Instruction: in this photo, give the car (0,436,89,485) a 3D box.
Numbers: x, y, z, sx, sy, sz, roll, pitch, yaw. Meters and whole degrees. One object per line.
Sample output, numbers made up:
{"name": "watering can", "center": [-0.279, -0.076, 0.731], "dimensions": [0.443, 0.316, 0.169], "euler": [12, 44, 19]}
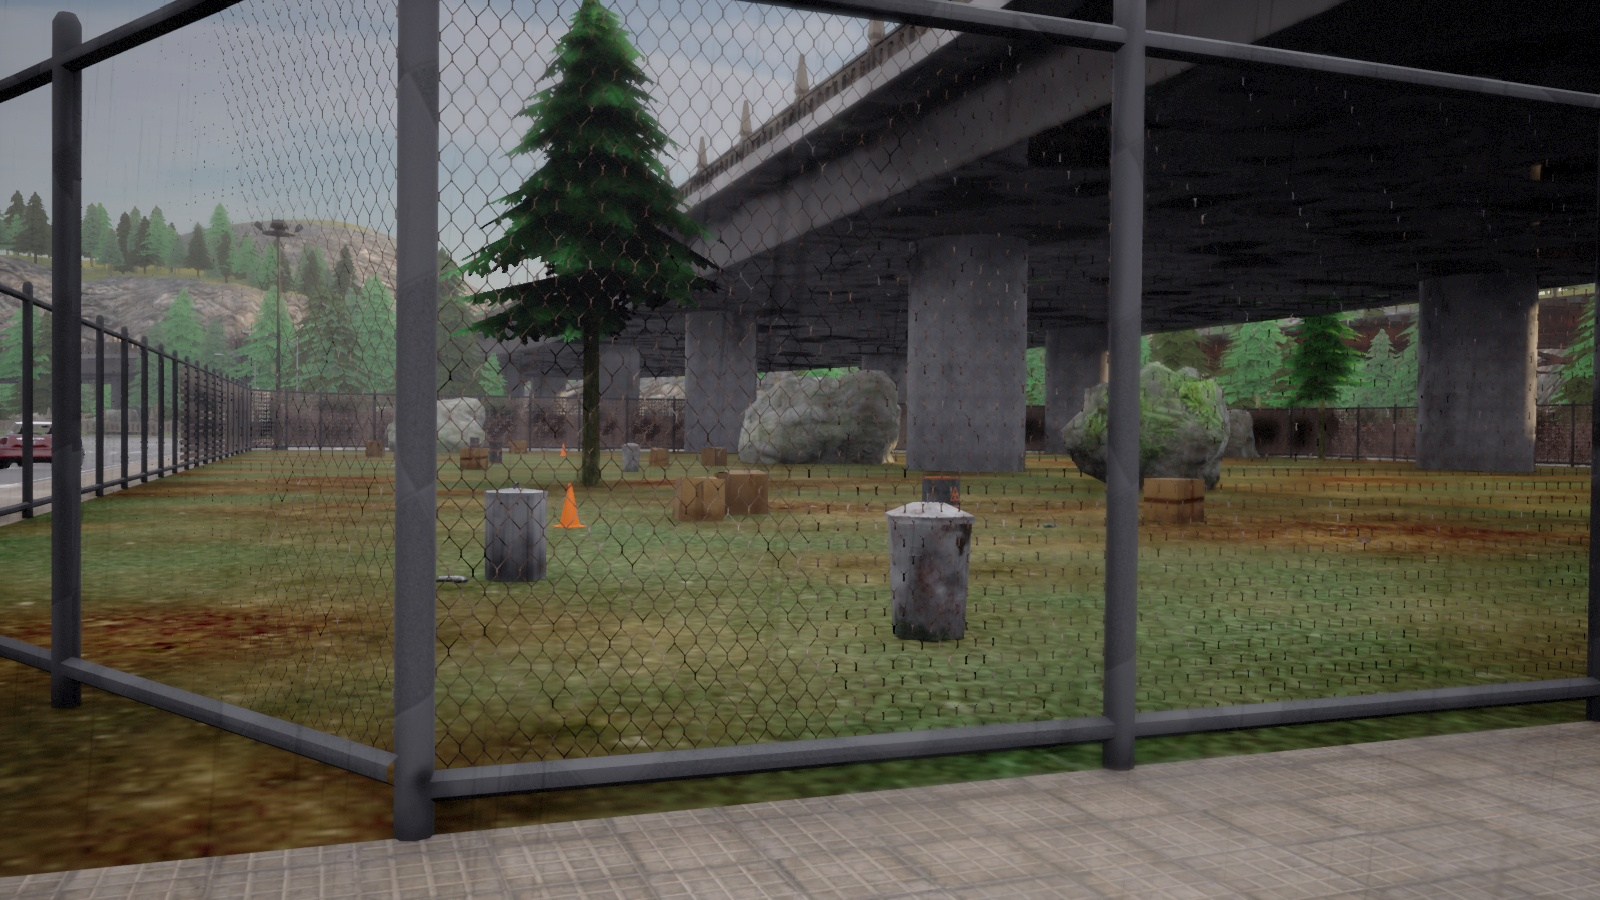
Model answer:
{"name": "car", "center": [-24.442, 0.312, 40.568], "dimensions": [1.970, 1.475, 3.806], "euler": [-1, 1, -20]}
